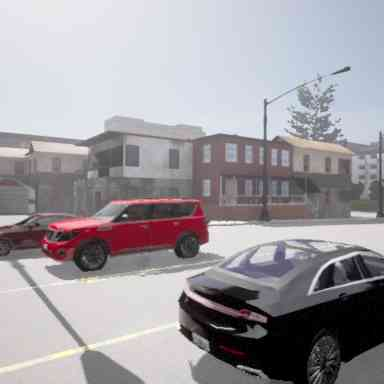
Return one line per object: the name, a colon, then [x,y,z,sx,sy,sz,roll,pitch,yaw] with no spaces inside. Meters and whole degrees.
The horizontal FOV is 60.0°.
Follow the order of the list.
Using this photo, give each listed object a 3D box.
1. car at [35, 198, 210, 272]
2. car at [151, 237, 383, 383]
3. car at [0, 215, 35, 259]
car: [-1.951,1.246,11.174,5.566,2.045,2.150,1,0,-35]
car: [2.075,1.514,5.203,4.902,1.511,2.128,1,0,-35]
car: [-5.713,1.536,12.799,4.674,1.442,1.812,0,0,-35]
